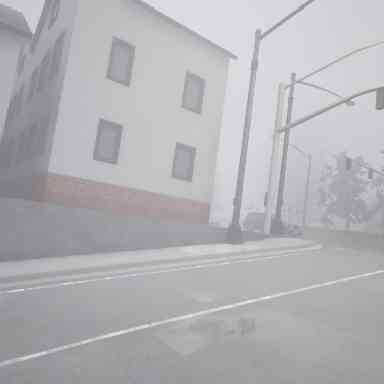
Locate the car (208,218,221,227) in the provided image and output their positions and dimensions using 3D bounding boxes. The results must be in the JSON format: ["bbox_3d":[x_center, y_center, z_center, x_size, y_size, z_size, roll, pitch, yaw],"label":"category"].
[{"bbox_3d":[0.999,3.300,37.928,2.033,1.411,5.357,12,-7,-35],"label":"car"}]

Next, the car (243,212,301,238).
[{"bbox_3d":[7.000,2.955,29.617,2.150,2.045,5.566,12,-7,-35],"label":"car"}]
